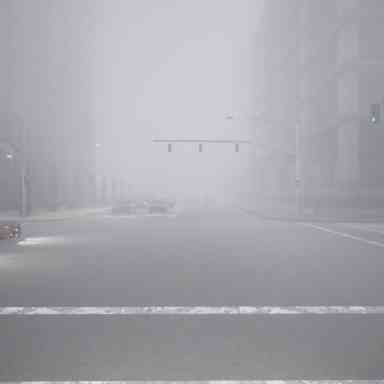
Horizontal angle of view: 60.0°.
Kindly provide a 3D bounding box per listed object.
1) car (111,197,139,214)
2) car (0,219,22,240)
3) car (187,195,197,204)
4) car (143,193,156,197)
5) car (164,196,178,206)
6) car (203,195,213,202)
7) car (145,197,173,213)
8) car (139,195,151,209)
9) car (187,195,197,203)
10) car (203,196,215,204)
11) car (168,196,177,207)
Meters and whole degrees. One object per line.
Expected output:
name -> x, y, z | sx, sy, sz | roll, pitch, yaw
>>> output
car -> -7.098, 1.505, 34.893 | 1.837, 1.490, 4.892 | 0, 0, 0
car -> -9.866, 1.532, 14.618 | 4.181, 1.385, 1.994 | 0, 0, -13
car -> 0.004, 1.491, 64.289 | 2.128, 1.511, 4.902 | 0, 0, 0
car -> -7.085, 1.221, 54.661 | 2.150, 2.045, 5.566 | 0, 0, 0
car -> -3.580, 1.491, 57.071 | 2.128, 1.511, 4.902 | 0, 0, 0
car -> 3.504, 1.507, 73.676 | 1.812, 1.442, 4.674 | 0, 0, 0
car -> -3.598, 1.547, 37.062 | 2.033, 1.411, 5.357 | 0, 0, 0
car -> -7.095, 1.505, 44.297 | 1.837, 1.490, 4.892 | 0, 0, 0
car -> 0.004, 1.508, 73.676 | 2.128, 1.511, 4.902 | 0, 0, 0
car -> 3.504, 1.491, 64.601 | 2.128, 1.511, 4.902 | 0, 0, 0
car -> -3.596, 1.477, 46.708 | 1.882, 1.535, 5.008 | 0, 0, 0
